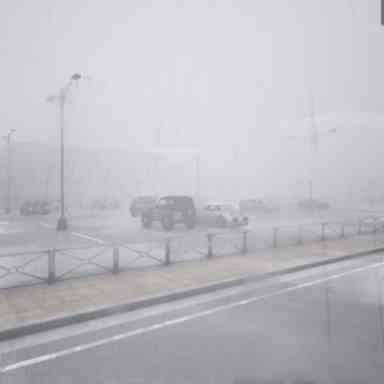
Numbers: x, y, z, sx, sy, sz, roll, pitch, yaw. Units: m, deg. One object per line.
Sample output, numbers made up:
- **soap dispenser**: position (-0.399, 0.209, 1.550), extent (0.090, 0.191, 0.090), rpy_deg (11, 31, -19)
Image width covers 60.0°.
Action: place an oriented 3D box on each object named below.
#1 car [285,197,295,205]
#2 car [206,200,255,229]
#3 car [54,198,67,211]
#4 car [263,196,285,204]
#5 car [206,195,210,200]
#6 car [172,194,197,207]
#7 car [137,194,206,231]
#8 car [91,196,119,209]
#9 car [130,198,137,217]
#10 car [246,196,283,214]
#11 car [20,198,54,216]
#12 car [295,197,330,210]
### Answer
- **car**: position (17.934, 1.542, 56.646), extent (1.970, 1.475, 3.806), rpy_deg (0, 0, -37)
- **car**: position (1.726, 1.443, 20.991), extent (1.970, 1.475, 3.806), rpy_deg (0, 0, -37)
- **car**: position (-16.295, 1.474, 39.390), extent (1.970, 1.475, 3.806), rpy_deg (0, 0, -37)
- **car**: position (15.847, 1.574, 64.366), extent (1.845, 1.501, 3.633), rpy_deg (0, 0, -37)
- **car**: position (0.923, 1.319, 53.291), extent (1.932, 1.855, 4.605), rpy_deg (0, 0, -37)
- **car**: position (-1.149, 1.299, 51.213), extent (1.905, 1.878, 3.866), rpy_deg (0, 0, -37)
- **car**: position (-1.298, 1.166, 19.479), extent (1.905, 1.878, 3.866), rpy_deg (0, 0, -37)
- **car**: position (-11.366, 1.390, 43.511), extent (2.152, 1.636, 5.027), rpy_deg (0, 0, -37)
- **car**: position (-3.409, 1.231, 27.740), extent (1.932, 1.855, 4.605), rpy_deg (0, 0, -37)
- **car**: position (6.967, 1.414, 34.669), extent (2.007, 1.523, 4.514), rpy_deg (0, 0, -37)
- **car**: position (-14.977, 1.500, 31.556), extent (2.007, 1.523, 4.514), rpy_deg (0, 0, -37)
- **car**: position (14.973, 1.424, 40.650), extent (1.845, 1.501, 3.633), rpy_deg (0, 0, -37)
